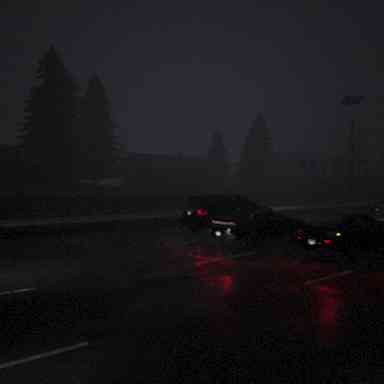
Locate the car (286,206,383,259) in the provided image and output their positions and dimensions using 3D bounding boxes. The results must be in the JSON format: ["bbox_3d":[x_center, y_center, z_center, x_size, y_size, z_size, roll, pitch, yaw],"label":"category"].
[{"bbox_3d":[5.774,1.432,12.167,4.674,1.442,1.812,-1,0,-36],"label":"car"}]

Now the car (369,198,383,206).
[{"bbox_3d":[17.302,1.243,28.991,4.902,1.511,2.128,-1,0,-36],"label":"car"}]

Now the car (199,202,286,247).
[{"bbox_3d":[3.001,1.405,14.488,4.902,1.511,2.128,-1,0,-36],"label":"car"}]

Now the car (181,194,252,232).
[{"bbox_3d":[2.037,1.124,18.097,5.566,2.045,2.150,-1,0,-36],"label":"car"}]
